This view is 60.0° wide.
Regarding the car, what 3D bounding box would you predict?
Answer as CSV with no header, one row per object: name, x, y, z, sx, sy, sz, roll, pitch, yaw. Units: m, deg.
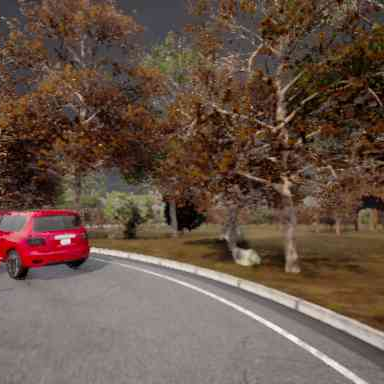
car,-5.855,1.660,11.797,5.566,2.045,2.150,-2,-2,41
